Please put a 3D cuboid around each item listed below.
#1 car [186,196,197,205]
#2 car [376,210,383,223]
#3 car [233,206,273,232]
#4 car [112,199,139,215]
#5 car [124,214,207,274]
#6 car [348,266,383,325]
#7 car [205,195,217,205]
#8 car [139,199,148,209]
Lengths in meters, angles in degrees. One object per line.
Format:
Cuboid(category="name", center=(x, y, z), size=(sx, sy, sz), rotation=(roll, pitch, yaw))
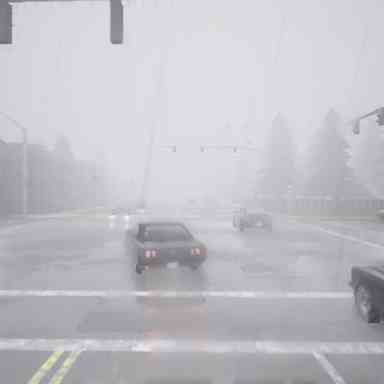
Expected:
Cuboid(category="car", center=(-0.003, 1.564, 62.684), size=(1.882, 1.535, 5.008), rotation=(0, 0, 0))
Cuboid(category="car", center=(15.924, 1.512, 23.832), size=(5.008, 1.535, 1.882), rotation=(0, 0, 0))
Cuboid(category="car", center=(3.600, 1.554, 20.145), size=(1.812, 1.442, 4.674), rotation=(0, 0, 0))
Cuboid(category="car", center=(-7.098, 1.574, 35.046), size=(1.812, 1.442, 4.674), rotation=(0, 0, 0))
Cuboid(category="car", center=(-1.105, 1.616, 10.796), size=(1.895, 1.301, 4.718), rotation=(0, 0, -16))
Cuboid(category="car", center=(3.797, 1.607, 4.184), size=(1.895, 1.301, 4.718), rotation=(0, 0, 3))
Cuboid(category="car", center=(3.504, 1.439, 62.683), size=(2.097, 1.767, 4.553), rotation=(0, 0, 0))
Cuboid(category="car", center=(-7.090, 1.626, 45.069), size=(1.994, 1.385, 4.181), rotation=(0, 0, 0))
